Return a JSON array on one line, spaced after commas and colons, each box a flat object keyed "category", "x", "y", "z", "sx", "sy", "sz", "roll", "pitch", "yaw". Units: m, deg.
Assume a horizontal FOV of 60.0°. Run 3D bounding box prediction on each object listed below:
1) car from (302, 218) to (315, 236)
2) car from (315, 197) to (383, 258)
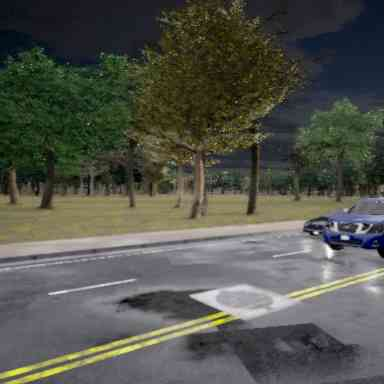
[{"category": "car", "x": 8.094, "y": 1.554, "z": 17.358, "sx": 5.357, "sy": 1.411, "sz": 2.033, "roll": 0, "pitch": 0, "yaw": -35}, {"category": "car", "x": 7.508, "y": 1.227, "z": 12.978, "sx": 5.566, "sy": 2.045, "sz": 2.150, "roll": 0, "pitch": 0, "yaw": -35}]
